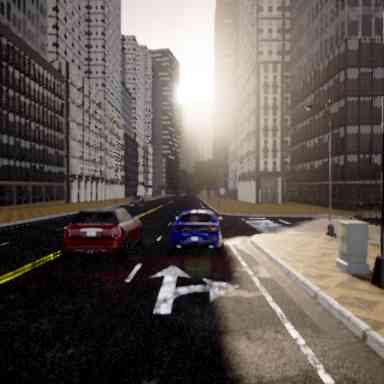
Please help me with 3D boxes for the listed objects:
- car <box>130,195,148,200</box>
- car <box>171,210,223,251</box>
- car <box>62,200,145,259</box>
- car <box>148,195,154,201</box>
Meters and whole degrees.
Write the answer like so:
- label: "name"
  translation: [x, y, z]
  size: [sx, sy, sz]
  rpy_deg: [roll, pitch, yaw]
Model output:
- label: "car"
  translation: [-9.770, 1.372, 59.817]
  size: [2.097, 1.767, 4.553]
  rpy_deg: [0, 0, 1]
- label: "car"
  translation: [0.279, 1.488, 14.121]
  size: [1.882, 1.535, 5.008]
  rpy_deg: [0, 0, 4]
- label: "car"
  translation: [-3.195, 1.356, 12.766]
  size: [2.097, 1.767, 4.553]
  rpy_deg: [0, 0, 1]
- label: "car"
  translation: [-9.721, 1.369, 75.419]
  size: [2.097, 1.767, 4.553]
  rpy_deg: [0, 0, 0]
